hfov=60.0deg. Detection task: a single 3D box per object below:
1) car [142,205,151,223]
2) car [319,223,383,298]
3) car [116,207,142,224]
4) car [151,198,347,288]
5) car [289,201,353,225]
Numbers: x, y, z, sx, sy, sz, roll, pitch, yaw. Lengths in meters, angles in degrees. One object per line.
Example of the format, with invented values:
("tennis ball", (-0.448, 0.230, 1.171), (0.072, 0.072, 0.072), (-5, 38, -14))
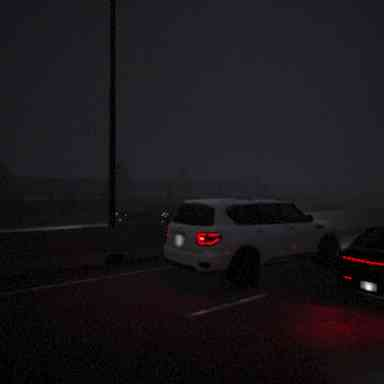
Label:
("car", (-0.458, 1.283, 20.851), (4.553, 1.767, 2.097), (-1, 0, -35))
("car", (5.177, 1.445, 7.459), (4.892, 1.490, 1.837), (-1, 0, -36))
("car", (-2.983, 1.540, 23.371), (4.718, 1.301, 1.895), (-1, 0, -35))
("car", (1.883, 1.177, 9.405), (5.566, 2.045, 2.150), (-1, 0, -36))
("car", (9.044, 1.386, 23.229), (4.674, 1.442, 1.812), (-1, 0, -34))
